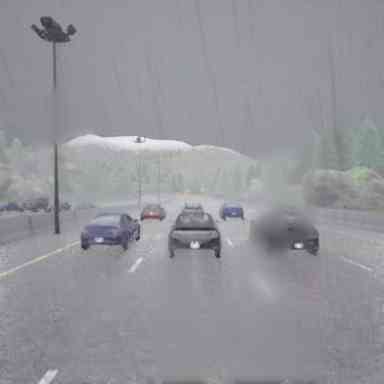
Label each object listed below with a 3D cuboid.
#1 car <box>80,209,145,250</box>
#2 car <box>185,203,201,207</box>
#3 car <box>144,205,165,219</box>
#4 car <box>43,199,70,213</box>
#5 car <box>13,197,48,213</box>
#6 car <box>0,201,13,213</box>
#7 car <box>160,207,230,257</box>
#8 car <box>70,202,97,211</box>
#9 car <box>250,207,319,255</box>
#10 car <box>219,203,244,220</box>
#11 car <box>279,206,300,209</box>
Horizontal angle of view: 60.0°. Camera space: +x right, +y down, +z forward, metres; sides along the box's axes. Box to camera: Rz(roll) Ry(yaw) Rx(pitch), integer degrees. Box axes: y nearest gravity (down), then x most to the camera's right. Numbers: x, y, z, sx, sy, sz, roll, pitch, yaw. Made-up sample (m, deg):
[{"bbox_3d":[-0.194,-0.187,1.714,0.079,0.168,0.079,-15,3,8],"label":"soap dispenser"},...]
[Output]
[{"bbox_3d":[-3.406,1.602,14.482,1.812,1.442,4.674,0,0,0],"label":"car"},{"bbox_3d":[0.088,1.734,29.378,2.128,1.511,4.902,0,-1,0],"label":"car"},{"bbox_3d":[-3.413,1.815,30.003,1.994,1.385,4.181,0,-1,0],"label":"car"},{"bbox_3d":[-17.598,2.006,44.415,1.837,1.490,4.892,0,-2,0],"label":"car"},{"bbox_3d":[-21.099,1.725,44.653,2.150,2.045,5.566,0,-1,0],"label":"car"},{"bbox_3d":[-24.597,1.966,43.942,1.882,1.535,5.008,0,-1,0],"label":"car"},{"bbox_3d":[0.094,1.558,13.237,2.128,1.511,4.902,0,0,0],"label":"car"},{"bbox_3d":[-14.101,2.061,44.286,1.994,1.385,4.181,0,-1,0],"label":"car"},{"bbox_3d":[3.594,1.574,13.600,1.837,1.490,4.892,0,-1,0],"label":"car"},{"bbox_3d":[3.587,1.742,30.901,1.882,1.535,5.008,0,-1,0],"label":"car"},{"bbox_3d":[7.090,1.729,24.717,2.033,1.411,5.357,0,-1,0],"label":"car"}]
